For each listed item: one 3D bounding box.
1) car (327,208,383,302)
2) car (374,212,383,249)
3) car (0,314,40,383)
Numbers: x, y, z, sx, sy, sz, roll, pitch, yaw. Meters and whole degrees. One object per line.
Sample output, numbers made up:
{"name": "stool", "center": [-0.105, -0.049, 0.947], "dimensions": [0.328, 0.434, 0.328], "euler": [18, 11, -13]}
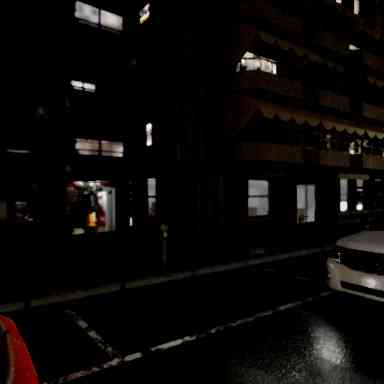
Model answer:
{"name": "car", "center": [5.299, 1.188, 7.270], "dimensions": [5.566, 2.045, 2.150], "euler": [0, 0, -35]}
{"name": "car", "center": [9.527, 1.489, 13.588], "dimensions": [4.403, 1.369, 2.008], "euler": [0, 0, -36]}
{"name": "car", "center": [-2.961, 1.367, 1.280], "dimensions": [4.553, 1.767, 2.097], "euler": [0, 0, -35]}
